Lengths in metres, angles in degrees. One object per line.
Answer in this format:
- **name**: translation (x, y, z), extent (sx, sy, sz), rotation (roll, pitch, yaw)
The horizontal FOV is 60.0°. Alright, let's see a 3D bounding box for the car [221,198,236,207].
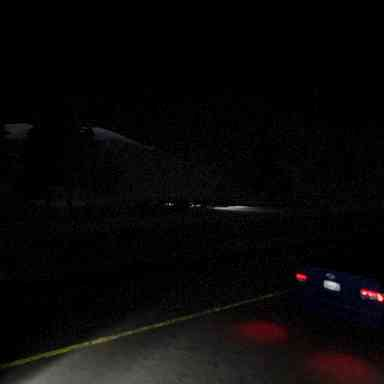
- **car**: translation (5.148, 1.564, 52.574), extent (1.994, 1.385, 4.181), rotation (0, 0, -29)

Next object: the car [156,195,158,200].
- **car**: translation (-7.369, 1.540, 77.679), extent (2.033, 1.411, 5.357), rotation (0, 0, -10)

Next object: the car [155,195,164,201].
- **car**: translation (-8.504, 1.523, 87.960), extent (2.033, 1.411, 5.357), rotation (0, 0, -3)

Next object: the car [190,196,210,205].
- **car**: translation (1.380, 1.526, 60.451), extent (1.812, 1.442, 4.674), rotation (0, 0, -22)

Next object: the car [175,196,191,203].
- **car**: translation (-1.886, 1.547, 69.458), extent (2.033, 1.411, 5.357), rotation (0, 0, -18)

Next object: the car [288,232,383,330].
- **car**: translation (4.286, 1.548, 6.792), extent (5.357, 1.411, 2.033), rotation (0, 0, -35)

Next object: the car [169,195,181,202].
- **car**: translation (-4.127, 1.525, 79.615), extent (2.128, 1.511, 4.902), rotation (0, 0, -10)

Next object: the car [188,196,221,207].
- **car**: translation (1.840, 1.491, 51.322), extent (2.128, 1.511, 4.902), rotation (0, 0, -27)

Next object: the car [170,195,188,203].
- **car**: translation (-1.957, 1.564, 59.387), extent (1.994, 1.385, 4.181), rotation (0, 0, -21)

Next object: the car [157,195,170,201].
- **car**: translation (-4.960, 1.491, 67.631), extent (2.128, 1.511, 4.902), rotation (0, 0, -17)
